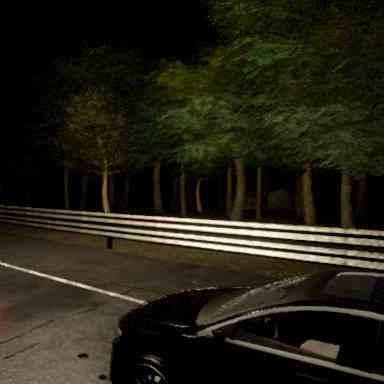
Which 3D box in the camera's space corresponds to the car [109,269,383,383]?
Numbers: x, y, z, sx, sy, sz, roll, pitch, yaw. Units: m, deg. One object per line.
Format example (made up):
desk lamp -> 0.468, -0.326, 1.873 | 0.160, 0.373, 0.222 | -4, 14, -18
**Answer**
car -> 1.334, 1.493, 2.914 | 4.902, 1.511, 2.128 | 0, 0, 36
